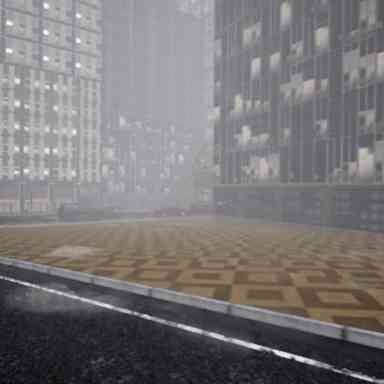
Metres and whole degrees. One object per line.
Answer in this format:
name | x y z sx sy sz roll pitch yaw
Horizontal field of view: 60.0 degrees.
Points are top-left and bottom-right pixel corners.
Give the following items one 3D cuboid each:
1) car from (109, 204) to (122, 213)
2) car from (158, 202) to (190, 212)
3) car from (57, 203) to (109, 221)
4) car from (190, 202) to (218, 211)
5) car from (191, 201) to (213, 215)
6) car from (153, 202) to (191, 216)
car | -11.964 2.308 46.239 4.403 1.369 2.008 0 1 -34
car | -2.747 2.310 52.545 4.829 1.417 1.752 0 1 -34
car | -12.190 2.145 36.532 5.009 1.841 2.192 0 1 -34
car | 2.072 2.366 55.843 4.313 1.339 1.947 0 1 -34
car | 1.845 2.187 46.136 5.009 1.841 2.192 0 1 -34
car | -2.835 2.403 42.937 4.507 1.381 1.887 0 1 -34
